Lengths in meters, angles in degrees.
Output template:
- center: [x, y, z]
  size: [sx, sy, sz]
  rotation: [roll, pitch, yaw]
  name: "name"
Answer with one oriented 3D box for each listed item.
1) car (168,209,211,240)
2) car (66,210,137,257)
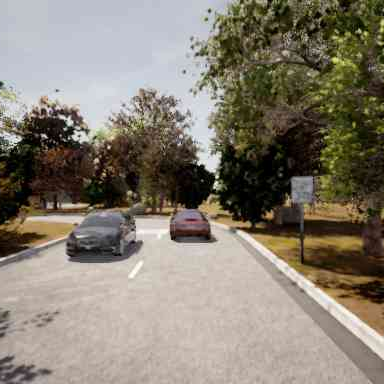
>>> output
- center: [-0.198, 1.587, 17.336]
  size: [1.994, 1.385, 4.181]
  rotation: [0, 0, -4]
  name: "car"
- center: [-3.358, 1.520, 13.117]
  size: [1.837, 1.490, 4.892]
  rotation: [0, 0, -1]
  name: "car"
